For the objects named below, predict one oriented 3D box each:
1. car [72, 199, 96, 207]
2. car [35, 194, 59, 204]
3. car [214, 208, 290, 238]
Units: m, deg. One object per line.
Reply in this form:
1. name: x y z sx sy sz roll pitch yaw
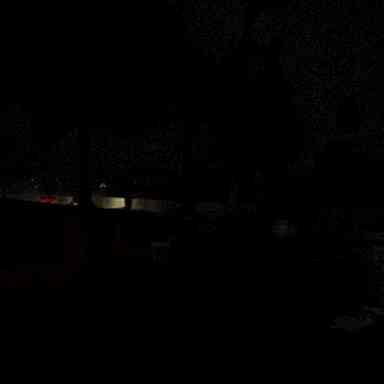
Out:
1. car: -13.643 1.635 41.791 1.837 1.490 4.892 1 -1 -36
2. car: -20.057 1.323 45.919 2.150 2.045 5.566 1 -1 -36
3. car: 3.194 1.632 18.399 1.812 1.442 4.674 0 0 -36
